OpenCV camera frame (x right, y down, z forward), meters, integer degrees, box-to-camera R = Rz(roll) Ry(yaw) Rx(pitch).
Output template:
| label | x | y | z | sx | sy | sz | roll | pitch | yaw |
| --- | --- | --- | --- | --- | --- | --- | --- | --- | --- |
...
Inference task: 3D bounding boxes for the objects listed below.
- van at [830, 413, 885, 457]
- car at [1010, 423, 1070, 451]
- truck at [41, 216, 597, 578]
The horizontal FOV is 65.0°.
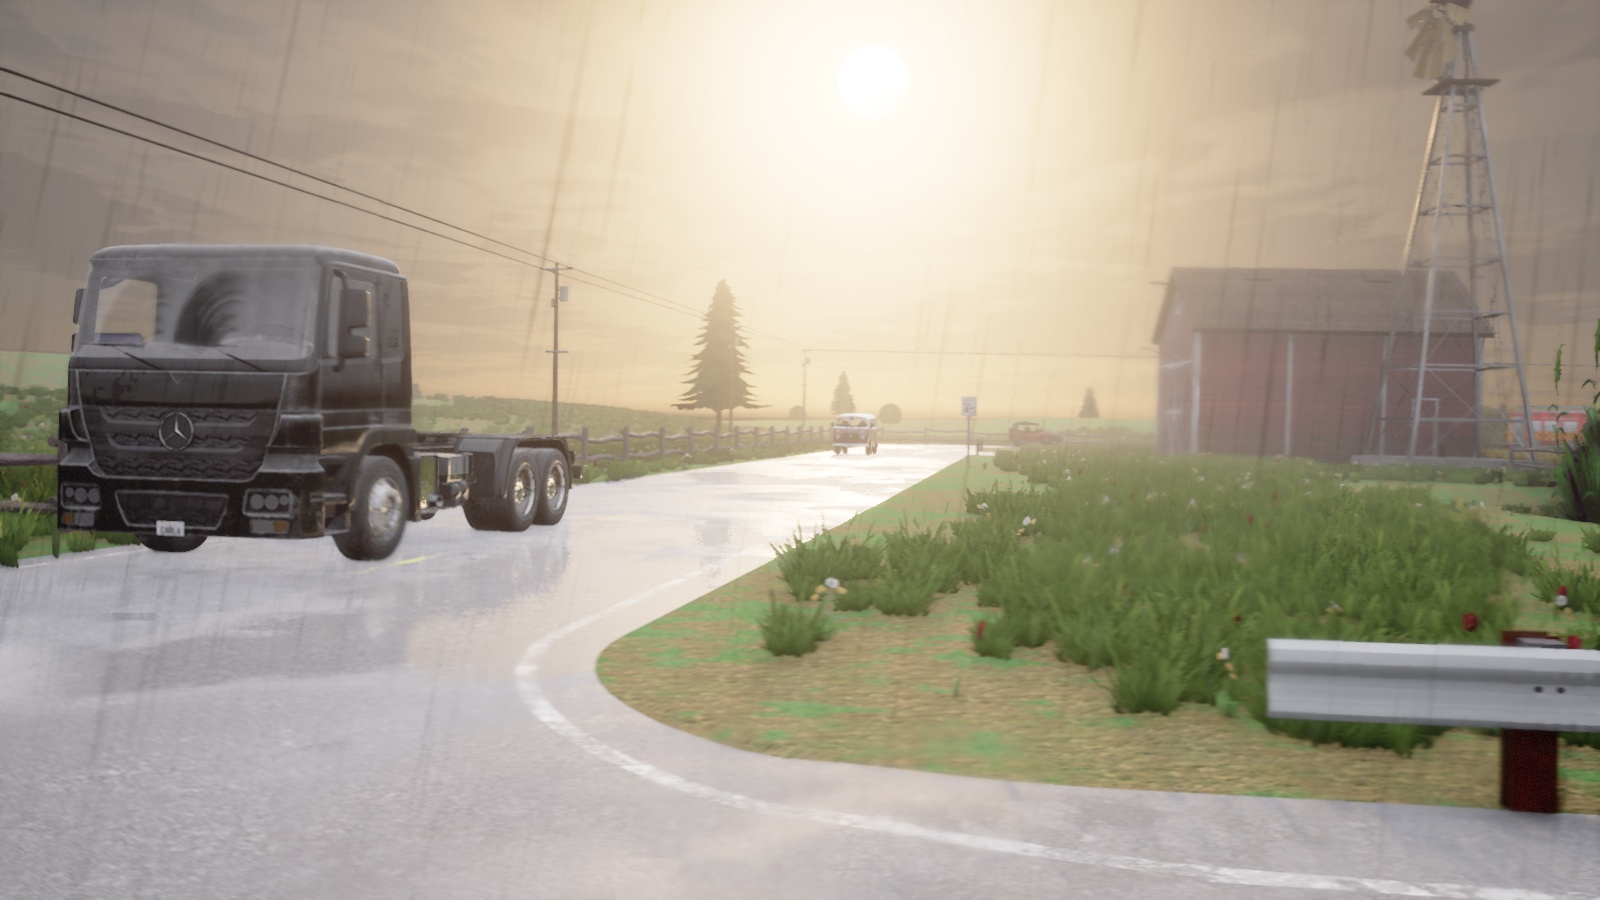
| label | x | y | z | sx | sy | sz | roll | pitch | yaw |
| --- | --- | --- | --- | --- | --- | --- | --- | --- | --- |
| van | 2.881 | -0.763 | 61.727 | 2.069 | 2.038 | 4.480 | 2 | 1 | 10 |
| car | 17.439 | -0.951 | 91.355 | 3.866 | 1.878 | 1.905 | 2 | 1 | -1 |
| truck | -5.408 | -0.639 | 16.183 | 2.891 | 3.462 | 7.936 | 2 | 2 | 11 |
